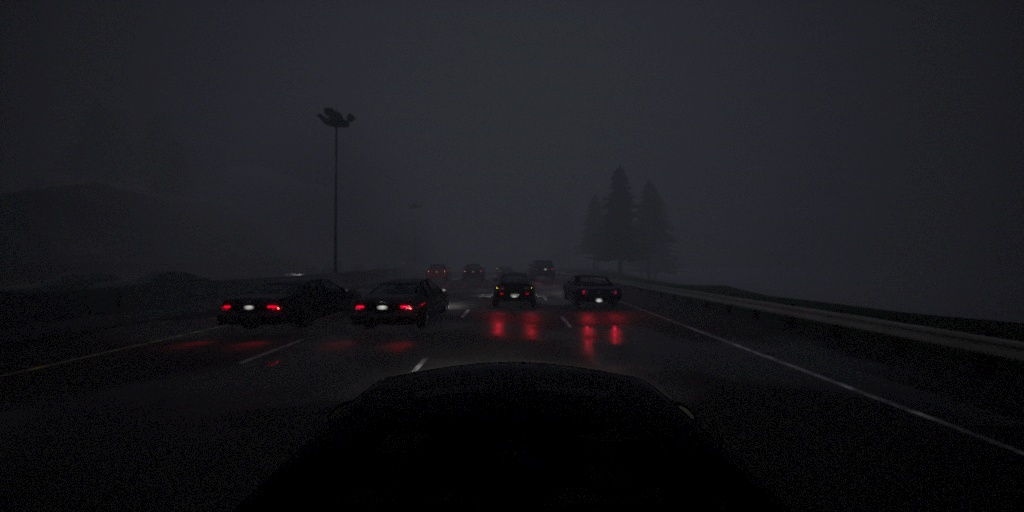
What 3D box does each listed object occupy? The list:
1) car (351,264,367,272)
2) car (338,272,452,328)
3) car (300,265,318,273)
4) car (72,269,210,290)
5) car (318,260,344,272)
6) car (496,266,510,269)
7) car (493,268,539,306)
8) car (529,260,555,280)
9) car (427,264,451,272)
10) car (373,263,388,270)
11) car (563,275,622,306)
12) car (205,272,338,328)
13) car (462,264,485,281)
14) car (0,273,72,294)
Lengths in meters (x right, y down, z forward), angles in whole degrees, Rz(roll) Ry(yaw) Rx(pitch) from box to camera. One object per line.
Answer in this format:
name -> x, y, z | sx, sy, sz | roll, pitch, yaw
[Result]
car -> -25.228, 2.030, 59.112 | 1.837, 1.490, 4.892 | 0, -1, -13
car -> -3.397, 1.436, 11.902 | 2.033, 1.411, 5.357 | 0, -1, 0
car -> -31.803, 2.054, 56.521 | 1.994, 1.385, 4.181 | 0, -1, -13
car -> -17.611, 1.445, 17.719 | 1.882, 1.535, 5.008 | 0, -1, 0
car -> -28.250, 1.718, 56.736 | 2.150, 2.045, 5.566 | 0, -1, -13
car -> -0.851, 1.863, 42.276 | 1.994, 1.385, 4.181 | 0, -1, -6
car -> 0.103, 1.483, 17.061 | 1.812, 1.442, 4.674 | 0, -1, 0
car -> 3.085, 1.464, 38.003 | 2.150, 2.045, 5.566 | 0, -1, -4
car -> -7.383, 1.573, 36.534 | 2.097, 1.767, 4.553 | 0, -1, -4
car -> -21.690, 2.007, 59.292 | 1.882, 1.535, 5.008 | 0, -1, -13
car -> 3.605, 1.558, 17.037 | 1.895, 1.301, 4.718 | 0, -1, 0
car -> -6.896, 1.436, 11.909 | 2.033, 1.411, 5.357 | 0, -1, 0
car -> -3.877, 1.572, 36.459 | 2.097, 1.767, 4.553 | 0, -1, -4
car -> -21.092, 1.511, 17.359 | 2.033, 1.411, 5.357 | 0, -1, 0
